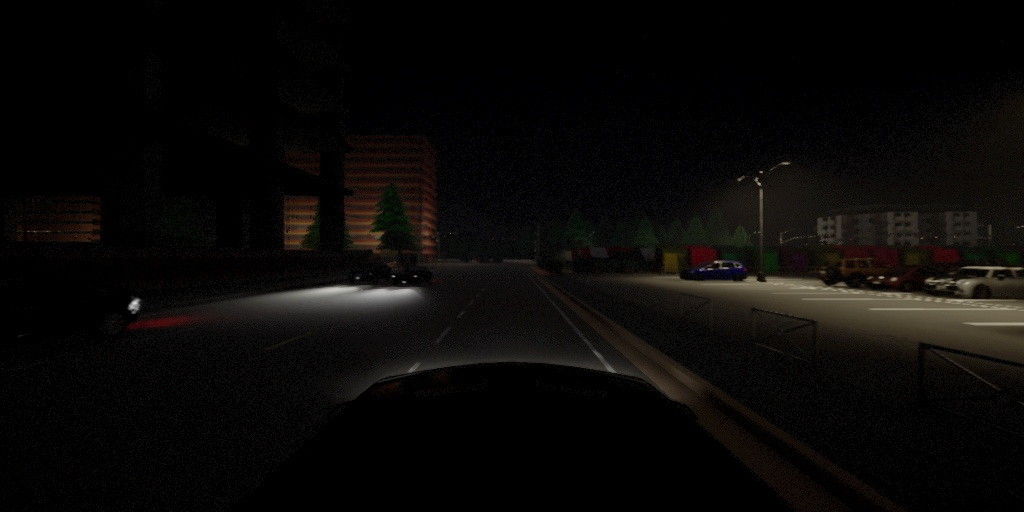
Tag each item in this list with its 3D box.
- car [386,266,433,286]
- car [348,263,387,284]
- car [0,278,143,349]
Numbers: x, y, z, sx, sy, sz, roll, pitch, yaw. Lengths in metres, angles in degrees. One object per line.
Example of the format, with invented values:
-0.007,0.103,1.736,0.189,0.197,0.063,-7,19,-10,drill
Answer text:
-6.989,1.382,25.455,1.895,1.301,4.718,0,0,0,car
-10.558,1.251,27.025,2.128,1.511,4.902,0,0,0,car
-10.595,1.246,7.310,1.837,1.490,4.892,0,0,0,car
